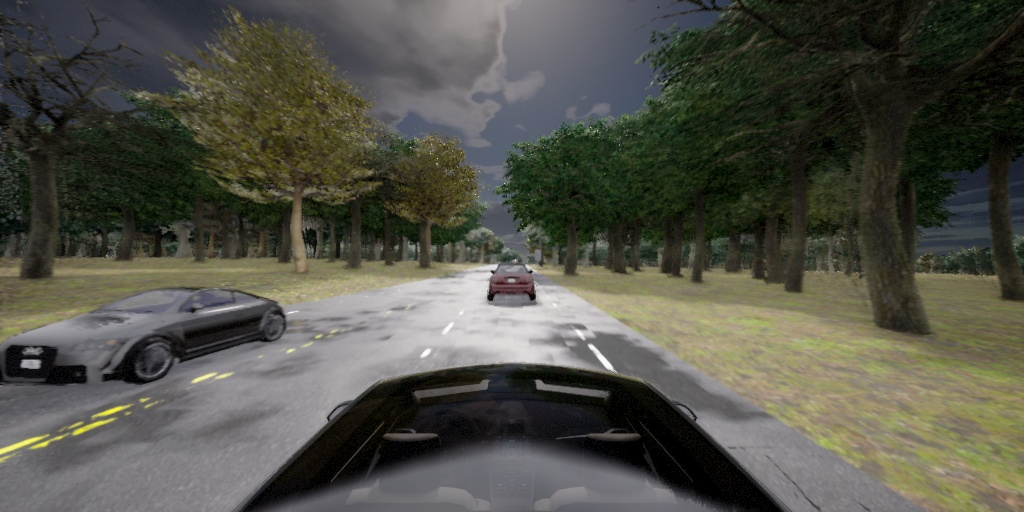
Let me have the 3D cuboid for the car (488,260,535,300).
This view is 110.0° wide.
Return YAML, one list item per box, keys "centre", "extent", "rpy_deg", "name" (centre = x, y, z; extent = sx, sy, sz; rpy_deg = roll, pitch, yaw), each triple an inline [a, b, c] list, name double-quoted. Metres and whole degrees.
- centre: [-0.016, 1.089, 17.823]
  extent: [2.097, 1.767, 4.553]
  rpy_deg: [0, 0, 0]
  name: "car"

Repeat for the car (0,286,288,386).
- centre: [-6.514, 1.305, 6.953]
  extent: [1.994, 1.385, 4.181]
  rpy_deg: [0, 0, 5]
  name: "car"
